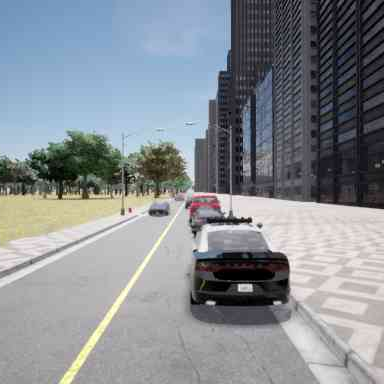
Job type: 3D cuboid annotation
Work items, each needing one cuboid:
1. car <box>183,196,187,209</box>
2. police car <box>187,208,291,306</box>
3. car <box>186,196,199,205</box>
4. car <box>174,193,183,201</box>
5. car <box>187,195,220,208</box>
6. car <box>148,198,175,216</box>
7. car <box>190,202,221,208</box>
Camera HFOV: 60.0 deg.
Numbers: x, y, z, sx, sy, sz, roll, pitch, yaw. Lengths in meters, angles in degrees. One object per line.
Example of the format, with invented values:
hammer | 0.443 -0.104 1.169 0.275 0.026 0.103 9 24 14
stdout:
car | 0.050 1.462 44.995 1.837 1.490 4.892 0 0 1
police car | 0.906 1.425 8.236 1.930 1.638 5.238 0 0 0
car | 0.033 1.422 58.034 2.128 1.511 4.902 0 0 0
car | -2.957 1.227 77.196 2.097 1.767 4.553 0 0 0
car | 0.913 1.214 24.157 2.150 2.045 5.566 0 0 0
car | -3.079 1.527 32.280 2.033 1.411 5.357 0 0 0
car | 0.912 1.521 18.127 1.812 1.442 4.674 0 0 0
